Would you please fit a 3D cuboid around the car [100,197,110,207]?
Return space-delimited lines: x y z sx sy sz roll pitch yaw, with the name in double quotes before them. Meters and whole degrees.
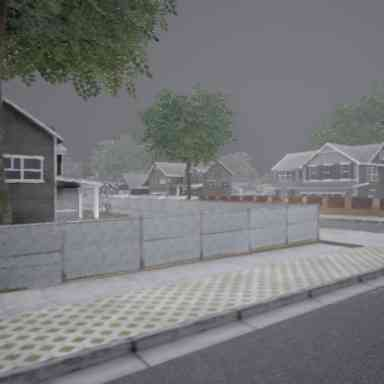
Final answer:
"car" -13.117 1.509 50.847 2.128 1.511 4.902 0 0 -36
